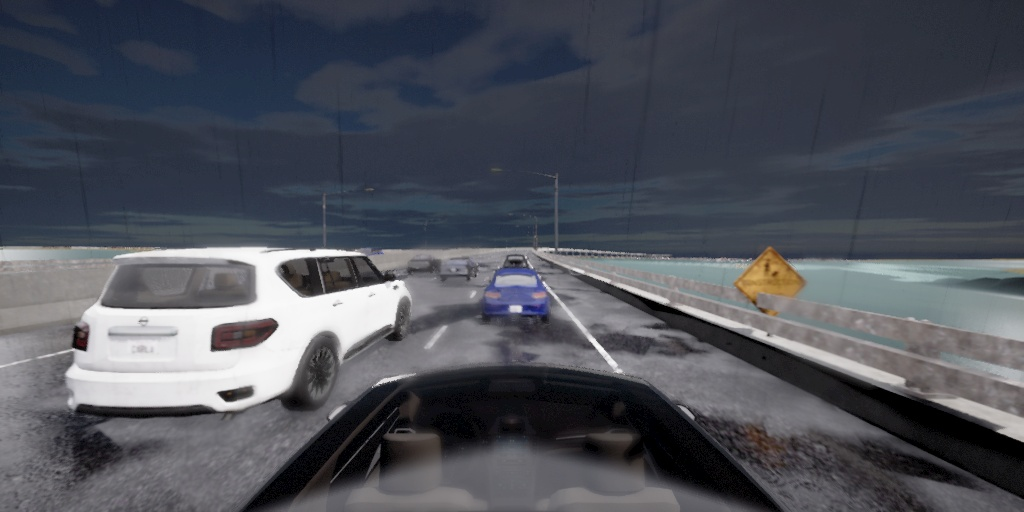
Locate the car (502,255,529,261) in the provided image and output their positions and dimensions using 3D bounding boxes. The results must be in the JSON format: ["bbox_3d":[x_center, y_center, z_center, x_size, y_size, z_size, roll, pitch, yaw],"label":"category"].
[{"bbox_3d":[0.291,0.634,28.131,1.837,1.490,4.892,0,1,1],"label":"car"}]

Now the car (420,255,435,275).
[{"bbox_3d":[-6.710,0.621,28.074,2.128,1.511,4.902,0,1,1],"label":"car"}]

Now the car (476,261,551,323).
[{"bbox_3d":[0.117,1.059,10.984,1.812,1.442,4.674,0,1,0],"label":"car"}]

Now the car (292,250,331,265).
[{"bbox_3d":[-24.150,0.116,43.368,2.097,1.767,4.553,0,1,1],"label":"car"}]

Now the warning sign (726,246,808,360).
[{"bbox_3d":[4.566,0.759,6.361,1.300,1.860,1.060,0,0,0],"label":"warning sign"}]

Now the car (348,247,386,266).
[{"bbox_3d":[-17.170,0.000,42.711,2.150,2.045,5.566,0,1,1],"label":"car"}]

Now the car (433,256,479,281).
[{"bbox_3d":[-3.290,0.798,23.030,2.033,1.411,5.357,0,1,1],"label":"car"}]

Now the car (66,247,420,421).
[{"bbox_3d":[-3.432,0.872,6.048,2.150,2.045,5.566,0,2,1],"label":"car"}]
